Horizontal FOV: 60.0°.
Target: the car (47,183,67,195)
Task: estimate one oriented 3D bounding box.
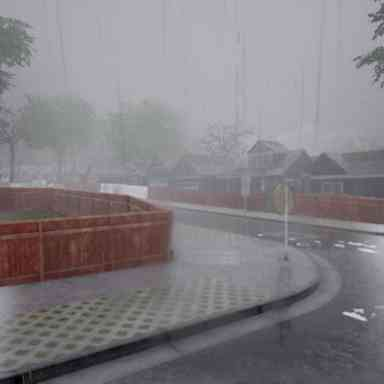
[{"bbox_3d":[-18.965,-0.449,46.744,2.097,1.767,4.553,1,2,-35],"label":"car"}]
